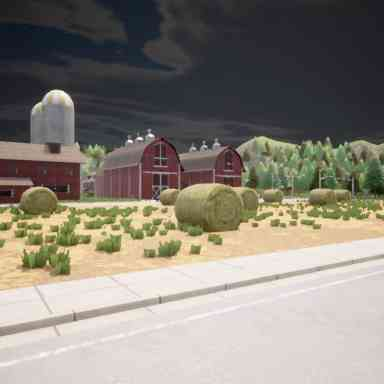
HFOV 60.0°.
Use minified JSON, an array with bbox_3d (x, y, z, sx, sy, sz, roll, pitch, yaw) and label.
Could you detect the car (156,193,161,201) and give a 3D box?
[{"bbox_3d":[-6.601,1.152,74.238,1.905,1.878,3.866,6,3,11],"label":"car"}]
